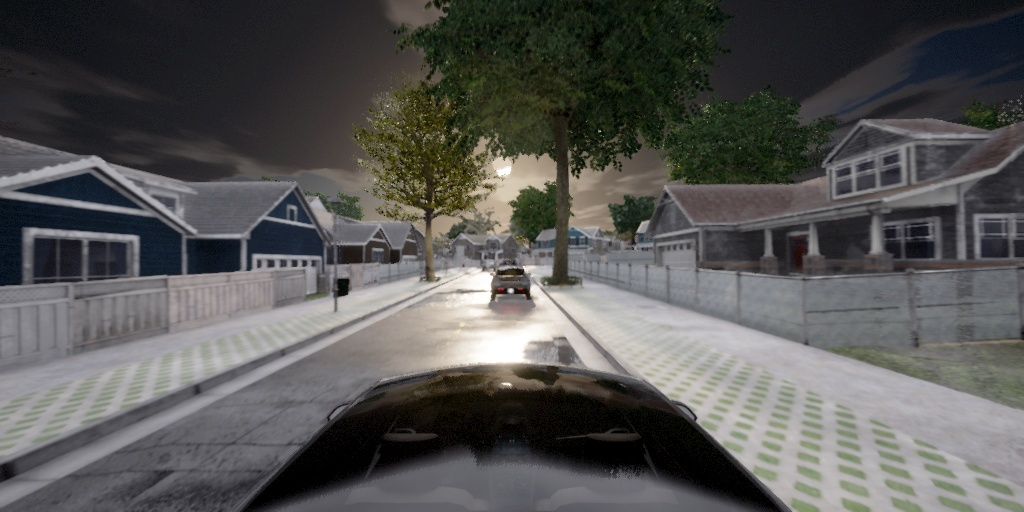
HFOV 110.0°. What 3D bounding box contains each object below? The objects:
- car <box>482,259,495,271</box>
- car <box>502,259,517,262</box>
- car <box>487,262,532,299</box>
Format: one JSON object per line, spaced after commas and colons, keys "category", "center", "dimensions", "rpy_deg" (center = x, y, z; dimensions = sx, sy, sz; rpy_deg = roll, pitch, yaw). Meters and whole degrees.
{"category": "car", "center": [-3.150, 1.228, 49.986], "dimensions": [2.128, 1.511, 4.902], "rpy_deg": [-1, 0, -1]}
{"category": "car", "center": [-0.209, 1.067, 35.277], "dimensions": [2.097, 1.767, 4.553], "rpy_deg": [-1, 0, 0]}
{"category": "car", "center": [-0.063, 1.232, 17.780], "dimensions": [1.837, 1.490, 4.892], "rpy_deg": [-1, 0, 0]}
